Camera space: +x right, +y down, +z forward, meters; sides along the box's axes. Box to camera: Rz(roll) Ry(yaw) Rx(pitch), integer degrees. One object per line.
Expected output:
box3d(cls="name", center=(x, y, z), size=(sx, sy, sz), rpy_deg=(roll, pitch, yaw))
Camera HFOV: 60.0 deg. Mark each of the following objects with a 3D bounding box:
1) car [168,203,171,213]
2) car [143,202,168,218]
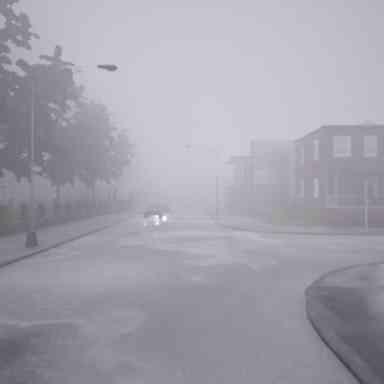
box3d(cls="car", center=(-4.051, 2.104, 46.657), size=(2.128, 1.511, 4.902), rpy_deg=(0, -1, 0))
box3d(cls="car", center=(-4.074, 2.025, 36.318), size=(2.033, 1.411, 5.357), rpy_deg=(0, -1, 0))
